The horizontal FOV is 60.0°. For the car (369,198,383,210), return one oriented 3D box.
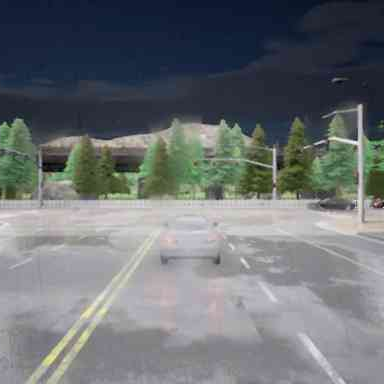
[{"bbox_3d":[23.287,1.190,38.889,4.553,1.767,2.097,0,0,0],"label":"car"}]

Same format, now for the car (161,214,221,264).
[{"bbox_3d":[-0.047,1.502,11.596,1.812,1.442,4.674,0,0,0],"label":"car"}]

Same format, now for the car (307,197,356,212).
[{"bbox_3d":[14.770,1.360,35.346,4.892,1.490,1.837,0,0,0],"label":"car"}]
